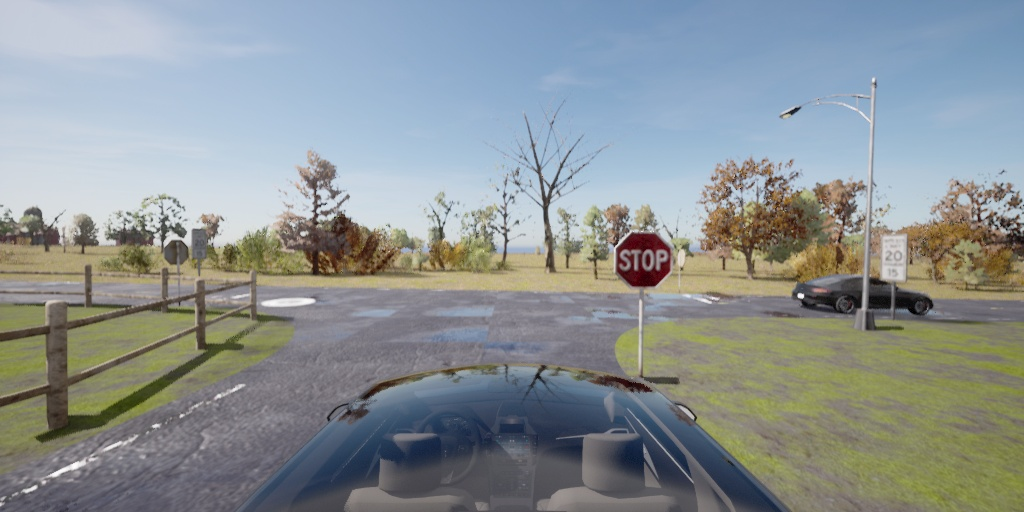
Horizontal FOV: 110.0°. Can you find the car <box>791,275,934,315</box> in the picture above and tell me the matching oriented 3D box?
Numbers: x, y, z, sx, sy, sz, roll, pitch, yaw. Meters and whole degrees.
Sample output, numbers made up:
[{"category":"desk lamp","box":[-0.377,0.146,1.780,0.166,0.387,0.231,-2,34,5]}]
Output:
[{"category":"car","box":[13.931,1.487,14.422,4.674,1.442,1.812,1,1,0]}]
